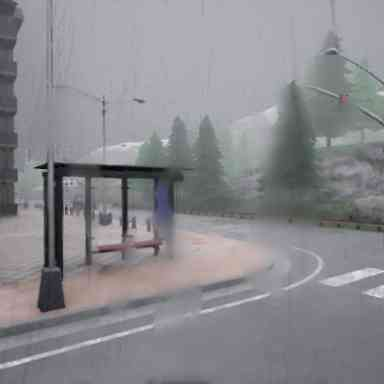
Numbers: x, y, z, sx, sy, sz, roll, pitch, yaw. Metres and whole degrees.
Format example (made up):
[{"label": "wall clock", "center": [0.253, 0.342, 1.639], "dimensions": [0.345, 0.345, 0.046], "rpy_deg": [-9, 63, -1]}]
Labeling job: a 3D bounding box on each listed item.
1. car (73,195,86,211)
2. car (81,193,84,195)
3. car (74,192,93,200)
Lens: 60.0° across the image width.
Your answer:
[{"label": "car", "center": [-13.034, 1.446, 40.429], "dimensions": [1.837, 1.490, 4.892], "rpy_deg": [0, 0, -35]}, {"label": "car", "center": [-24.411, 0.998, 78.315], "dimensions": [4.605, 1.855, 1.932], "rpy_deg": [0, 0, -35]}, {"label": "car", "center": [-26.187, 1.003, 80.136], "dimensions": [3.866, 1.878, 1.905], "rpy_deg": [0, 0, -35]}]
